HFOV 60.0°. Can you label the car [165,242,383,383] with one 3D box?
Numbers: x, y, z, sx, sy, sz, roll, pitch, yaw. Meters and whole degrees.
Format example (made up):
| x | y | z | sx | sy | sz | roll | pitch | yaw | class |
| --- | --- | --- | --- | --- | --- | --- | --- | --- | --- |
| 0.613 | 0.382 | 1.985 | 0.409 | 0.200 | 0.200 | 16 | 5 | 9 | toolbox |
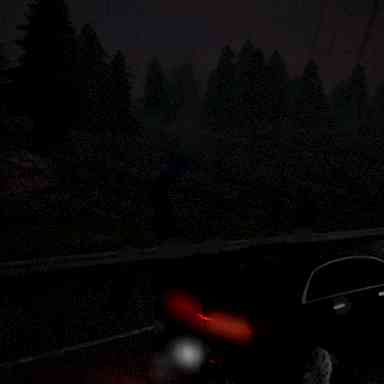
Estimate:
| x | y | z | sx | sy | sz | roll | pitch | yaw | class |
| --- | --- | --- | --- | --- | --- | --- | --- | --- | --- |
| 1.949 | 1.532 | 5.016 | 4.892 | 1.490 | 1.837 | 0 | 0 | -35 | car |
